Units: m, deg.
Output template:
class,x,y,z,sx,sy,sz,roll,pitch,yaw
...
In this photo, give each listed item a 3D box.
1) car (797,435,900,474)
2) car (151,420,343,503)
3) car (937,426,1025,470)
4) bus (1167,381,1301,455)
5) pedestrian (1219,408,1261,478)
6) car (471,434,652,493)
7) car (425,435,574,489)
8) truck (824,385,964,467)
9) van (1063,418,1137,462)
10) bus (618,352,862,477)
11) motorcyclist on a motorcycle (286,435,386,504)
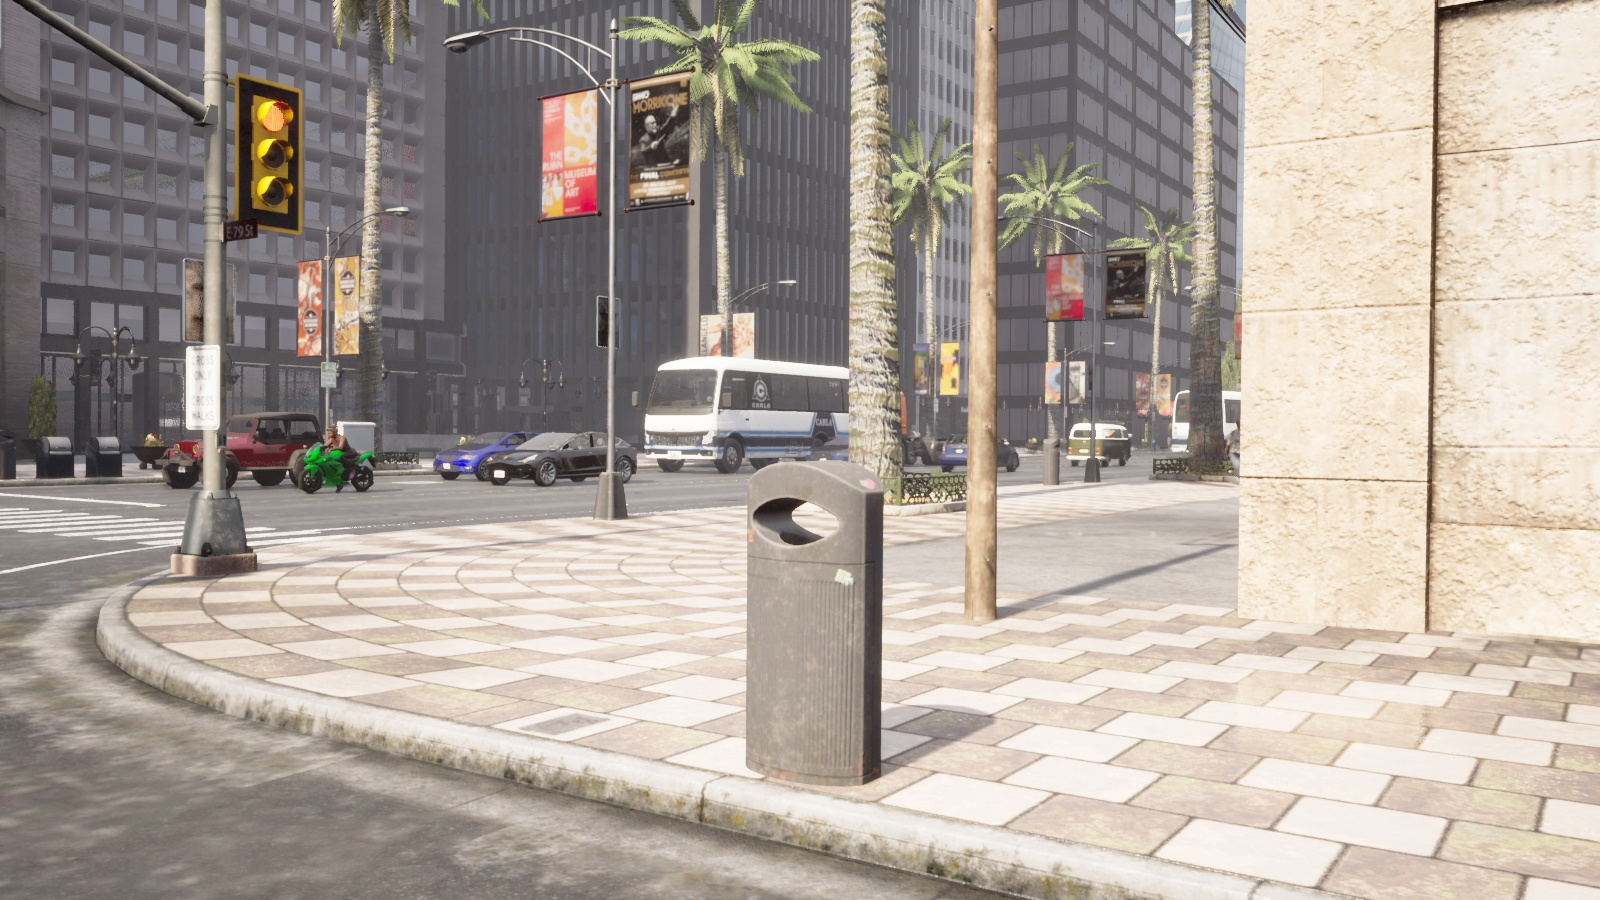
class,x,y,z,sx,sy,sz,roll,pitch,yaw
car,1.871,0.132,47.328,1.994,1.385,4.181,0,1,34
car,-13.428,0.230,30.680,1.905,1.878,3.866,0,1,34
car,7.072,-0.101,48.803,1.851,1.617,3.988,0,1,34
bus,27.098,-1.956,78.018,3.944,4.253,10.273,0,1,43
pedestrian,11.895,-0.183,33.912,0.874,1.855,0.900,0,1,33
car,-6.506,0.315,34.783,2.163,1.488,4.792,0,1,33
car,-8.902,0.314,37.493,1.816,1.474,4.193,0,1,34
truck,4.451,-1.076,57.546,2.891,3.462,7.936,0,1,33
van,14.359,-0.493,59.935,2.069,2.038,4.480,0,1,33
bus,-1.975,-1.281,47.871,3.944,4.253,10.273,0,1,34
motorcyclist on a motorcycle,-10.567,0.418,28.681,0.797,1.523,2.044,0,1,34
